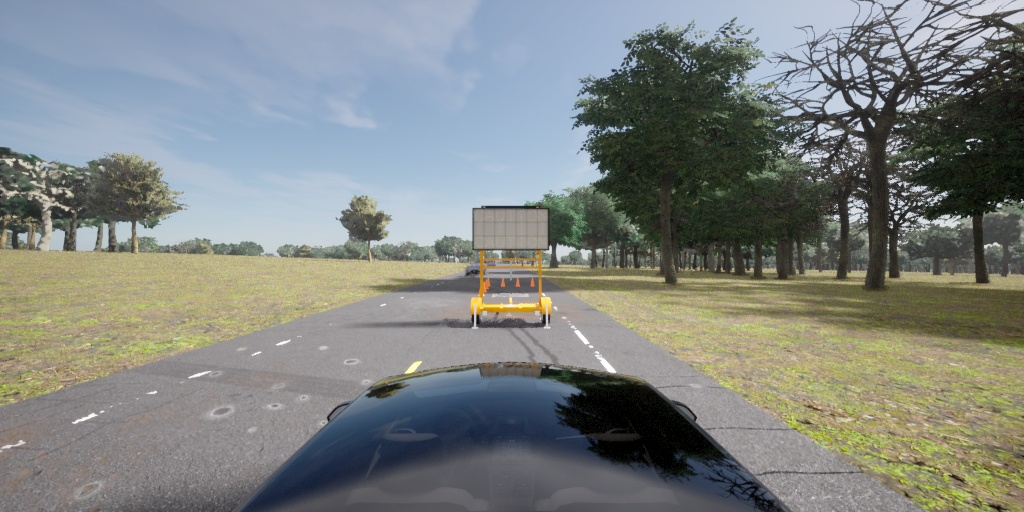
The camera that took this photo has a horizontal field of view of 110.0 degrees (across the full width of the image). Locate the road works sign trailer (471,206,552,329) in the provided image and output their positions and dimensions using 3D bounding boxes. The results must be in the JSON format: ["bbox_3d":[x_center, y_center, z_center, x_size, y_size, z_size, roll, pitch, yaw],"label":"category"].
[{"bbox_3d":[-0.035,0.226,11.313,2.380,3.560,2.880,0,0,0],"label":"road works sign trailer"}]

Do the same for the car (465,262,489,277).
[{"bbox_3d":[-3.876,1.456,38.405,1.994,1.385,4.181,0,0,-1],"label":"car"}]
